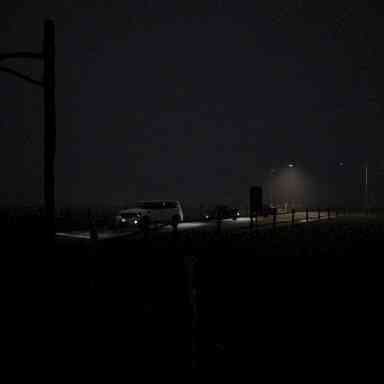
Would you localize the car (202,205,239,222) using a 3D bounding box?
[{"bbox_3d":[2.841,2.067,32.552,2.128,1.511,4.902,0,-1,36],"label":"car"}]

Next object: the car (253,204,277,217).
[{"bbox_3d":[8.869,2.266,40.782,2.128,1.511,4.902,0,-1,36],"label":"car"}]

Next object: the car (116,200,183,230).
[{"bbox_3d":[-2.973,1.608,24.612,2.150,2.045,5.566,0,-1,36],"label":"car"}]
